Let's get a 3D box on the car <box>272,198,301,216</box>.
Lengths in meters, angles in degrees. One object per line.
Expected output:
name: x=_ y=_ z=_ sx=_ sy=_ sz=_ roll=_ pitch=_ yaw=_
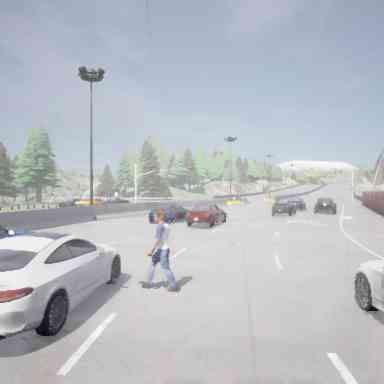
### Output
car: x=9.056 y=1.492 z=32.522 sx=2.128 sy=1.511 sz=4.902 roll=0 pitch=0 yaw=24

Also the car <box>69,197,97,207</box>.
car: x=-13.104 y=1.478 z=43.297 sx=1.882 sy=1.535 sz=5.008 roll=0 pitch=0 yaw=25

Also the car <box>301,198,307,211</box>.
car: x=12.981 y=1.491 z=41.149 sx=2.128 sy=1.511 sz=4.902 roll=0 pitch=0 yaw=25

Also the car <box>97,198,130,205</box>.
car: x=-9.657 y=1.270 z=42.397 sx=1.994 sy=1.385 sz=4.181 roll=0 pitch=0 yaw=25

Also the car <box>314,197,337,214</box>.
car: x=14.581 y=1.352 z=36.170 sx=2.097 sy=1.767 sz=4.553 roll=0 pitch=0 yaw=25

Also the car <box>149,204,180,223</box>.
car: x=-1.632 y=1.563 z=25.482 sx=1.994 sy=1.385 sz=4.181 roll=0 pitch=0 yaw=21

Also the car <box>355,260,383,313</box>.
car: x=3.981 y=1.525 z=4.674 sx=1.812 sy=1.442 sz=4.674 roll=0 pitch=0 yaw=5

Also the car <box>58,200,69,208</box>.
car: x=-16.078 y=1.569 z=45.194 sx=1.994 sy=1.385 sz=4.181 roll=0 pitch=0 yaw=25

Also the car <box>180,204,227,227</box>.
car: x=1.064 y=1.525 z=22.822 sx=1.812 sy=1.442 sz=4.674 roll=0 pitch=0 yaw=20

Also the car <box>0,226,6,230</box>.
car: x=-6.094 y=1.477 z=8.885 sx=1.882 sy=1.535 sz=5.008 roll=0 pitch=0 yaw=7

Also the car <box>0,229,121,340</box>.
car: x=-2.873 y=1.526 z=6.573 sx=1.812 sy=1.442 sz=4.674 roll=0 pitch=0 yaw=5

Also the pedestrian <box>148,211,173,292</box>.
pedestrian: x=-0.699 y=1.294 z=7.510 sx=0.375 sy=1.860 sz=0.375 roll=0 pitch=0 yaw=7
